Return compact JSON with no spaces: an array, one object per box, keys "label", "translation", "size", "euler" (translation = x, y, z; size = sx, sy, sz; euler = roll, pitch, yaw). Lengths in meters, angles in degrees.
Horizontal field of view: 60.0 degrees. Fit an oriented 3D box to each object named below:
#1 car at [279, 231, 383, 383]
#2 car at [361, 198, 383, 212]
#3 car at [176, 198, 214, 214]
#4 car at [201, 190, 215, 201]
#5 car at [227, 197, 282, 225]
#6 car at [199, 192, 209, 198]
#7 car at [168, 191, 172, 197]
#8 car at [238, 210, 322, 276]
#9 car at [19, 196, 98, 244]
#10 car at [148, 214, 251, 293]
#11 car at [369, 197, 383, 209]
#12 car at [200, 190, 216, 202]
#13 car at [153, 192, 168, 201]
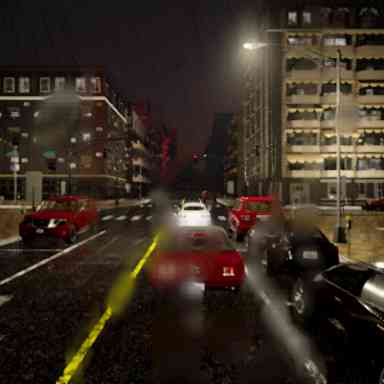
[{"label":"car","translation":[2.702,1.513,4.236],"size":[1.947,1.339,4.313],"euler":[1,1,0]},{"label":"car","translation":[17.273,1.212,29.475],"size":[4.206,1.307,1.802],"euler":[0,-1,0]},{"label":"car","translation":[0.098,1.301,18.581],"size":[1.812,1.442,4.674],"euler":[0,1,0]},{"label":"car","translation":[2.811,0.608,58.879],"size":[2.192,1.841,5.009],"euler":[1,1,0]},{"label":"car","translation":[2.776,1.132,15.107],"size":[2.192,1.841,5.009],"euler":[1,1,0]},{"label":"car","translation":[2.680,0.655,75.965],"size":[1.947,1.339,4.313],"euler":[1,1,0]},{"label":"car","translation":[-5.702,0.550,81.426],"size":[1.752,1.417,4.829],"euler":[1,1,0]},{"label":"car","translation":[2.700,1.448,9.674],"size":[1.947,1.339,4.313],"euler":[1,1,0]},{"label":"car","translation":[-5.750,1.132,15.098],"size":[2.192,1.841,5.009],"euler":[1,1,0]},{"label":"car","translation":[0.097,1.497,8.530],"size":[1.895,1.301,4.718],"euler":[0,1,0]},{"label":"car","translation":[22.785,1.270,37.869],"size":[4.313,1.339,1.947],"euler":[0,-1,0]},{"label":"car","translation":[2.821,0.676,53.178],"size":[2.192,1.841,5.009],"euler":[1,1,0]},{"label":"car","translation":[-5.817,0.845,58.814],"size":[2.008,1.369,4.403],"euler":[1,1,0]}]
